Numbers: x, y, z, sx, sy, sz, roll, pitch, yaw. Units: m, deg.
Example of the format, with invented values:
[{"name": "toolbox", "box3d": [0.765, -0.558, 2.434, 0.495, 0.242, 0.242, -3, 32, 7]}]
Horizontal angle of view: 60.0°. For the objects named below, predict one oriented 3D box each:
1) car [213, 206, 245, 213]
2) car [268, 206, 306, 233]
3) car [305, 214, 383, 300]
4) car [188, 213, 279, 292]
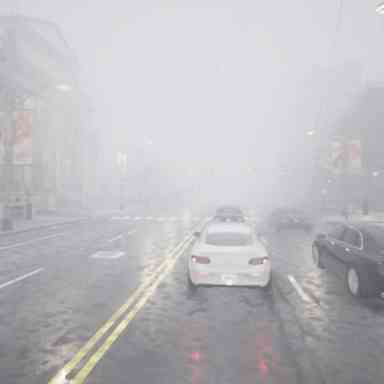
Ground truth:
[{"name": "car", "box3d": [2.241, 1.542, 20.415, 2.033, 1.411, 5.357, 0, 0, 7]}, {"name": "car", "box3d": [5.671, 1.544, 19.637, 2.033, 1.411, 5.357, 0, 0, 6]}, {"name": "car", "box3d": [4.427, 1.506, 8.260, 1.837, 1.490, 4.892, 0, 1, 6]}, {"name": "car", "box3d": [0.971, 1.523, 8.858, 1.812, 1.442, 4.674, 0, 0, 6]}]
